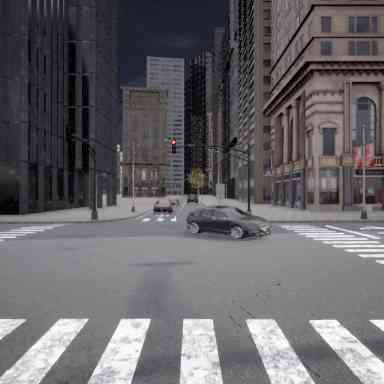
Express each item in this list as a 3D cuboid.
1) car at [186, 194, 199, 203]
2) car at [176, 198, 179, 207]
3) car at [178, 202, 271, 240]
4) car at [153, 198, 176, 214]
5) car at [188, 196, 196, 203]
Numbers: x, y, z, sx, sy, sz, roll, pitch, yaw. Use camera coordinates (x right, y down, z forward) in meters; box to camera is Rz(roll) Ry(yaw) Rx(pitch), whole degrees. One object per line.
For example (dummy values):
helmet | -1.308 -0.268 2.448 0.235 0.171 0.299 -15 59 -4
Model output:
car | 0.102 1.341 64.856 2.150 2.045 5.566 0 0 0
car | -3.078 1.652 54.372 1.994 1.385 4.181 0 0 0
car | 1.711 1.496 17.057 1.837 1.490 4.892 -2 1 -42
car | -3.064 1.522 35.999 1.882 1.535 5.008 0 0 0
car | 0.000 1.657 75.286 1.837 1.490 4.892 0 0 0
